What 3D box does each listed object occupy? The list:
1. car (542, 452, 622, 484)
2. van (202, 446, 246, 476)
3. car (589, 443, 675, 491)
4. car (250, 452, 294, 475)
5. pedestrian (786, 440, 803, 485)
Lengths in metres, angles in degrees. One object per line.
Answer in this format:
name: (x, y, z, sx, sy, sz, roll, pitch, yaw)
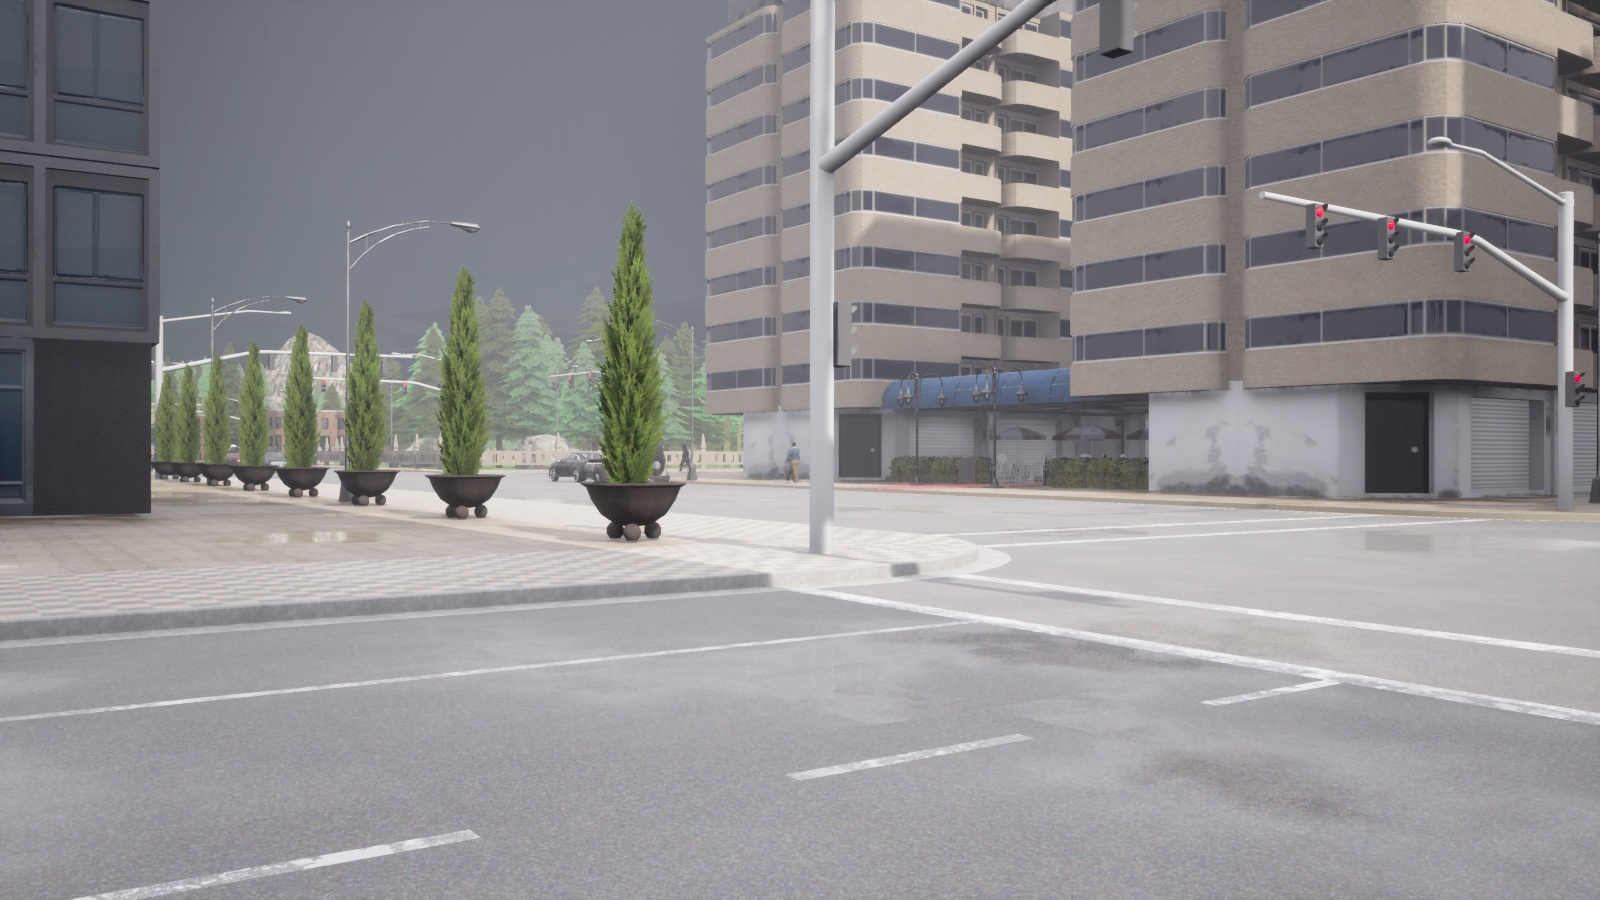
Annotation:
car: (-11.100, 0.880, 63.618, 2.128, 1.511, 4.902, 0, 0, -34)
van: (-40.309, 0.769, 87.841, 2.069, 2.038, 4.480, 0, 0, -34)
car: (-6.887, 0.681, 51.218, 1.905, 1.878, 3.866, 0, 0, -34)
car: (-38.355, 0.979, 91.189, 2.033, 1.649, 4.856, 0, 0, -34)
pedestrian: (-0.240, 0.533, 54.704, 0.423, 1.949, 0.788, 0, 0, -27)
